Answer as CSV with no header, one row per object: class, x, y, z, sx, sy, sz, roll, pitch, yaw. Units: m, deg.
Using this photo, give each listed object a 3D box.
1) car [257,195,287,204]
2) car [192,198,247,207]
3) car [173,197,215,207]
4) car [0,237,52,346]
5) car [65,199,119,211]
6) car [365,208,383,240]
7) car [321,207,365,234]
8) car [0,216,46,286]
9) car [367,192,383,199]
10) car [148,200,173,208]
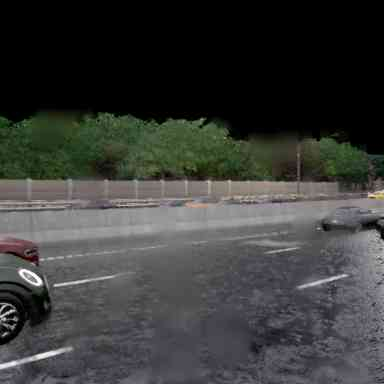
car,11.071,1.200,46.057,4.902,1.511,2.128,-2,1,-34
car,2.712,1.460,27.371,4.892,1.490,1.837,0,0,-35
car,0.982,1.302,30.433,4.553,1.767,2.097,-1,0,-35
car,-4.529,1.352,4.813,4.553,1.767,2.097,0,0,-36
car,-9.446,1.496,31.625,4.892,1.490,1.837,0,0,-35
car,10.507,1.451,15.494,4.902,1.511,2.128,0,0,-35
car,9.268,1.515,18.905,4.181,1.385,1.994,-1,0,-35
car,-6.327,1.477,7.831,5.008,1.535,1.882,0,0,-36
car,31.465,0.740,55.986,5.008,1.535,1.882,-2,1,-34
car,-1.748,1.504,32.794,5.357,1.411,2.033,0,0,-35
